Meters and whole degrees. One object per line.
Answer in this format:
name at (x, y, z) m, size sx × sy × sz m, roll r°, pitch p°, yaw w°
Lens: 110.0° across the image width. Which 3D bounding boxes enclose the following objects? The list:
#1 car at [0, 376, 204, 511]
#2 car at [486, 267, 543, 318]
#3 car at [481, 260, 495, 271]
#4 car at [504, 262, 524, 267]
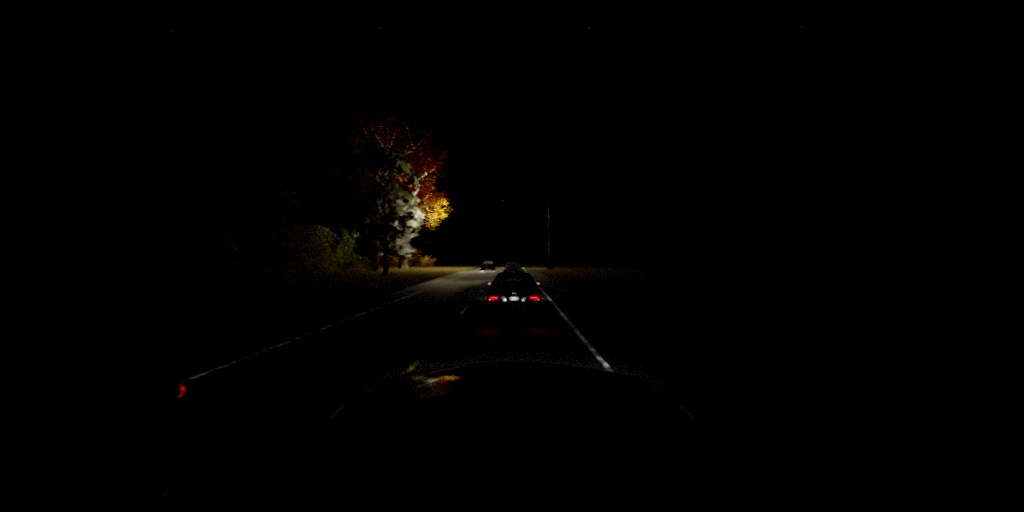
car at (-3.673, 1.336, 1.347) m, size 1.994 × 1.385 × 4.181 m, roll 0°, pitch 0°, yaw 0°
car at (0.071, 1.300, 13.028) m, size 2.033 × 1.411 × 5.357 m, roll 0°, pitch 0°, yaw 0°
car at (-3.385, 1.342, 51.330) m, size 2.033 × 1.411 × 5.357 m, roll 0°, pitch 0°, yaw 0°
car at (0.157, 1.288, 34.663) m, size 1.812 × 1.442 × 4.674 m, roll 0°, pitch 0°, yaw 0°
